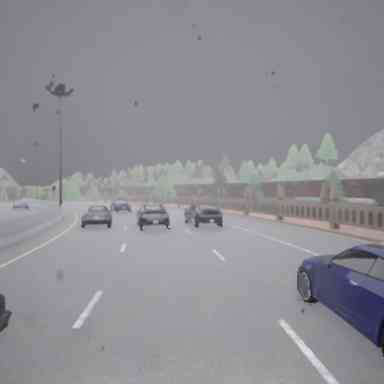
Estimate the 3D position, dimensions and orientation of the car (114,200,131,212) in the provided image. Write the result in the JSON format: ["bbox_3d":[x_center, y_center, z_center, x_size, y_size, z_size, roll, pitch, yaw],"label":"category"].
[{"bbox_3d":[-8.565,1.642,39.795,1.812,1.442,4.674,0,0,-23],"label":"car"}]

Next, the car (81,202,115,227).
[{"bbox_3d":[-6.669,1.644,23.501,1.994,1.385,4.181,0,0,-14],"label":"car"}]

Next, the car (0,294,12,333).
[{"bbox_3d":[-3.540,1.568,2.504,2.033,1.411,5.357,0,0,-2],"label":"car"}]

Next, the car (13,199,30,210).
[{"bbox_3d":[-24.237,1.791,47.106,1.812,1.442,4.674,0,0,-30],"label":"car"}]

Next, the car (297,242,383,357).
[{"bbox_3d":[3.254,1.520,5.254,1.812,1.442,4.674,0,0,-3],"label":"car"}]

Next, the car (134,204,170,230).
[{"bbox_3d":[-2.643,1.542,21.714,2.128,1.511,4.902,0,0,-13],"label":"car"}]

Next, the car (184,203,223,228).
[{"bbox_3d":[0.681,1.536,22.870,1.837,1.490,4.892,0,0,-13],"label":"car"}]
